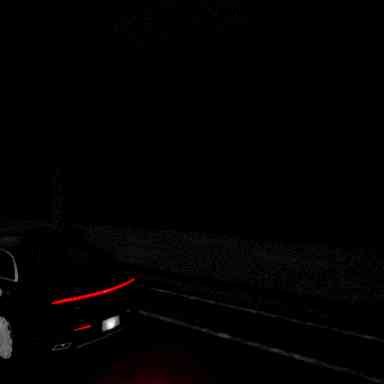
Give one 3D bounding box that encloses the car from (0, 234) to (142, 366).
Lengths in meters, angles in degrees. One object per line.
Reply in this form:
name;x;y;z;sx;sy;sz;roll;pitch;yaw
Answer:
car;-3.055;1.511;5.861;4.892;1.490;1.837;0;0;36
